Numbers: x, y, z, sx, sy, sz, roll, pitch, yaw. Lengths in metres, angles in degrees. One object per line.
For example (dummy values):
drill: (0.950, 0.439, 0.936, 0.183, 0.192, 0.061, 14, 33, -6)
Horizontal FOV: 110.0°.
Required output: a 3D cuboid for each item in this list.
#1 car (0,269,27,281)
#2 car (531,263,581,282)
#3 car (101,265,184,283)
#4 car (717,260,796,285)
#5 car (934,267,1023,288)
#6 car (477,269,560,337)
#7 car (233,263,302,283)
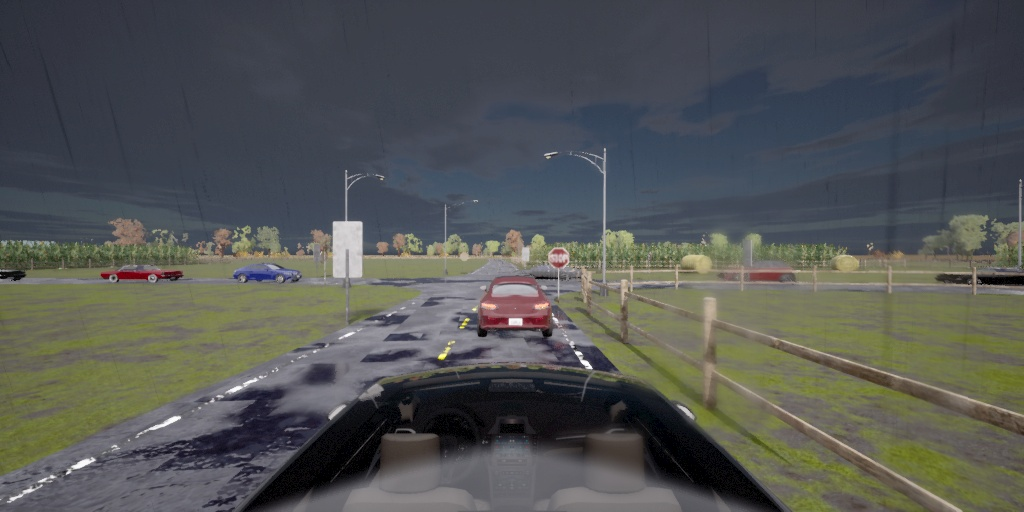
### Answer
car: (-40.127, 1.331, 27.104, 4.718, 1.301, 1.895, 0, 0, -2)
car: (2.724, 1.281, 27.993, 5.357, 1.411, 2.033, 0, 0, 7)
car: (-27.889, 1.335, 27.189, 4.718, 1.301, 1.895, 0, 0, 0)
car: (17.374, 1.100, 25.684, 4.553, 1.767, 2.097, 0, 0, 11)
car: (30.630, 1.365, 22.926, 4.718, 1.301, 1.895, 0, 0, 14)
car: (0.058, 1.274, 10.147, 1.812, 1.442, 4.674, 0, 0, -1)
car: (-18.291, 1.263, 26.878, 4.674, 1.442, 1.812, 0, 0, 3)
